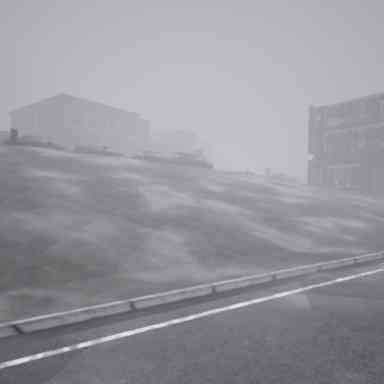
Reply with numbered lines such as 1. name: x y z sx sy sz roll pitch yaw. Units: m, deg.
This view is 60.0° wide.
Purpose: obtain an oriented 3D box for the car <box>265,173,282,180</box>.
1. car: 11.064 -2.036 49.434 2.002 1.452 4.674 1 -2 40

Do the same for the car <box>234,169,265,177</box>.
1. car: 7.481 -2.325 45.215 2.002 1.452 4.674 1 -2 41

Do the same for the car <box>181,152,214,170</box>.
1. car: 0.110 -3.128 37.021 2.435 2.045 5.566 1 -2 44

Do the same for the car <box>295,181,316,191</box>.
1. car: 21.351 -1.059 62.510 2.163 1.488 4.792 1 -3 37

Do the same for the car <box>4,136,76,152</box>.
1. car: -11.694 -3.454 25.258 4.674 1.452 2.002 3 -1 -42

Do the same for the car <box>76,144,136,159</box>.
1. car: -7.775 -3.311 29.001 4.892 1.521 2.231 3 -1 -44

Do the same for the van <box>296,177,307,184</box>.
1. van: 18.084 -1.653 58.168 1.878 1.987 4.442 1 -3 38

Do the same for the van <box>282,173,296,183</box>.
1. van: 14.677 -1.984 53.813 1.878 1.987 4.442 1 -3 39

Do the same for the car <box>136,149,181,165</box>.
1. car: -3.786 -3.230 32.985 2.185 1.767 4.553 1 -2 45
